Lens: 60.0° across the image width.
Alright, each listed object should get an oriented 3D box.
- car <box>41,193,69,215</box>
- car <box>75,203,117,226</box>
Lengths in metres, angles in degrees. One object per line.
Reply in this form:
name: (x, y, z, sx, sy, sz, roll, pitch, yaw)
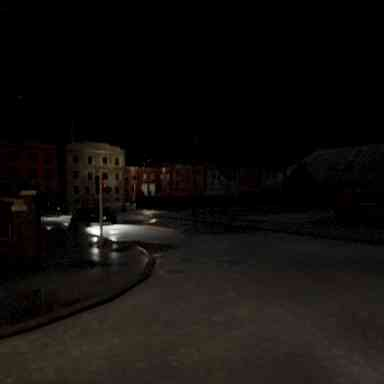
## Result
car: (-14.166, 1.139, 33.637, 2.150, 2.045, 5.566, -1, 2, -35)
car: (-6.739, 1.489, 22.970, 1.994, 1.385, 4.181, -1, 0, -35)
